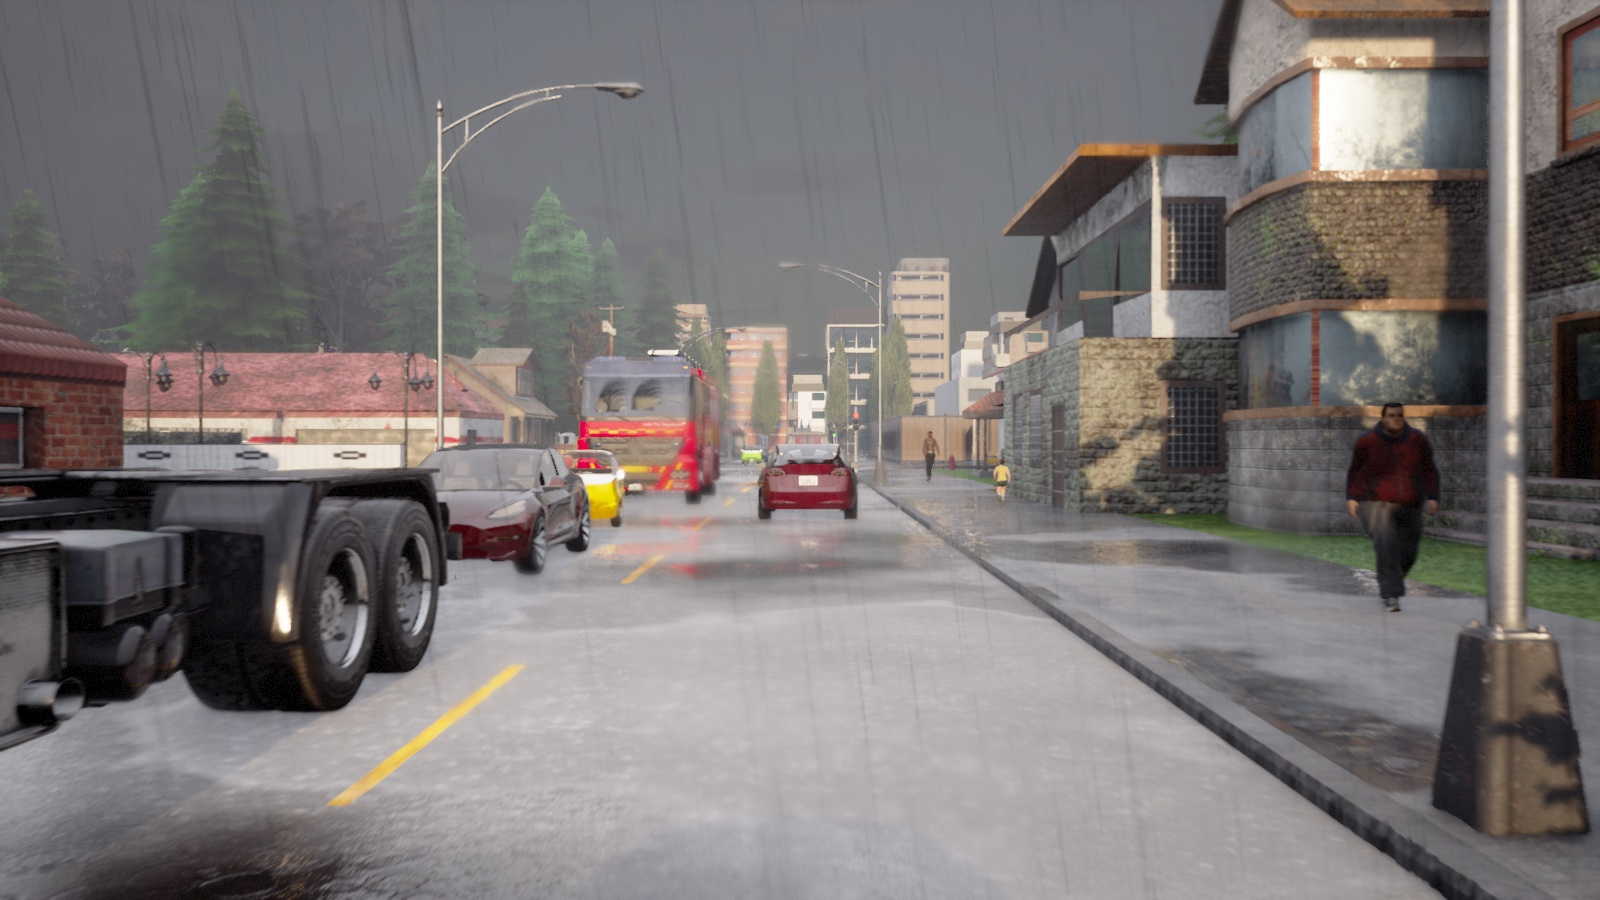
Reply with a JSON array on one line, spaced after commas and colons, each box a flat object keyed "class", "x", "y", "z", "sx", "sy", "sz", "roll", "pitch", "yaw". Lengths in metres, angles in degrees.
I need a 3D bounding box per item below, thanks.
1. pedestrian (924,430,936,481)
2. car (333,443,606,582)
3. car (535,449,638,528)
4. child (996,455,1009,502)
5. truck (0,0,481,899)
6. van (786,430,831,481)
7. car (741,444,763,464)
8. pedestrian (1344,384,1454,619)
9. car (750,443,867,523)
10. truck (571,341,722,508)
[{"class": "pedestrian", "x": 4.630, "y": 0.207, "z": 44.792, "sx": 0.328, "sy": 1.805, "sz": 0.869, "roll": 0, "pitch": 0, "yaw": -1}, {"class": "car", "x": -3.896, "y": 0.654, "z": 15.798, "sx": 2.163, "sy": 1.488, "sz": 4.792, "roll": 0, "pitch": 0, "yaw": 0}, {"class": "car", "x": -3.850, "y": 0.669, "z": 22.898, "sx": 1.481, "sy": 1.376, "sz": 2.207, "roll": 0, "pitch": 0, "yaw": 0}, {"class": "child", "x": 4.817, "y": 0.672, "z": 29.889, "sx": 0.255, "sy": 1.110, "sz": 0.394, "roll": 0, "pitch": 0, "yaw": 1}, {"class": "truck", "x": -3.938, "y": -0.269, "z": 5.473, "sx": 2.891, "sy": 3.462, "sz": 7.936, "roll": 0, "pitch": 0, "yaw": 1}, {"class": "van", "x": 0.326, "y": 0.210, "z": 51.418, "sx": 1.775, "sy": 1.987, "sz": 4.442, "roll": 0, "pitch": 0, "yaw": 0}, {"class": "car", "x": -3.462, "y": 0.286, "z": 90.858, "sx": 1.481, "sy": 1.376, "sz": 2.207, "roll": 0, "pitch": 0, "yaw": 0}, {"class": "pedestrian", "x": 4.928, "y": 0.402, "z": 10.381, "sx": 0.634, "sy": 1.844, "sz": 0.899, "roll": 0, "pitch": 0, "yaw": 13}, {"class": "car", "x": 0.166, "y": 0.602, "z": 25.645, "sx": 2.163, "sy": 1.488, "sz": 4.792, "roll": 0, "pitch": 0, "yaw": 0}, {"class": "truck", "x": -3.790, "y": -0.607, "z": 33.052, "sx": 2.891, "sy": 3.827, "sz": 8.468, "roll": 0, "pitch": 0, "yaw": 0}]
